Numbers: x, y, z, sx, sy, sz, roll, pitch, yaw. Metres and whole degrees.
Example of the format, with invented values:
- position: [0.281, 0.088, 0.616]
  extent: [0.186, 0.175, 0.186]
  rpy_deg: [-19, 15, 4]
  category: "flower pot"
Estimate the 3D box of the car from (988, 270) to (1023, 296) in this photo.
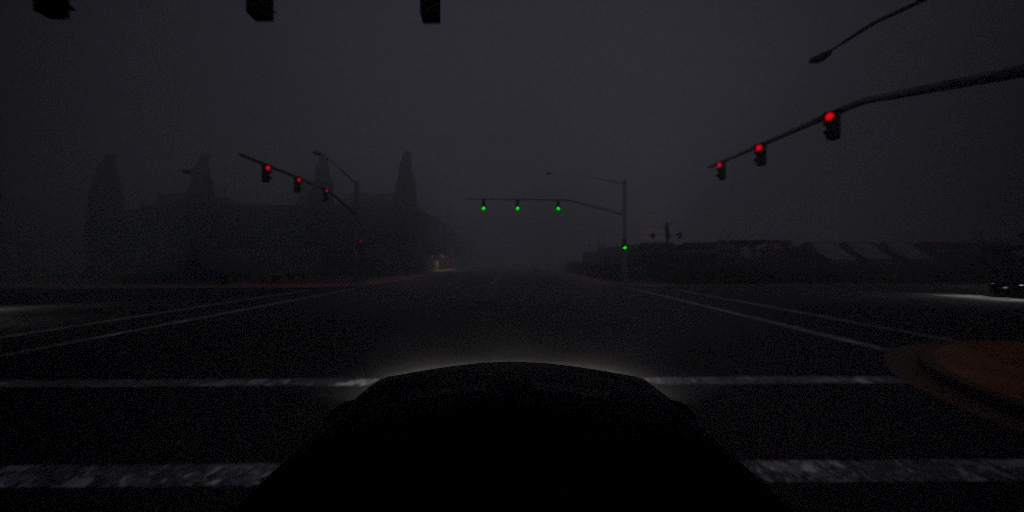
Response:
- position: [27.424, 1.343, 18.228]
  extent: [4.892, 1.490, 1.837]
  rpy_deg: [0, -1, -1]
  category: "car"
